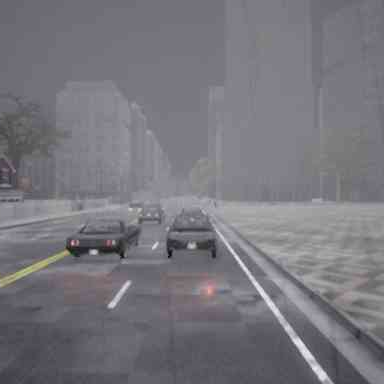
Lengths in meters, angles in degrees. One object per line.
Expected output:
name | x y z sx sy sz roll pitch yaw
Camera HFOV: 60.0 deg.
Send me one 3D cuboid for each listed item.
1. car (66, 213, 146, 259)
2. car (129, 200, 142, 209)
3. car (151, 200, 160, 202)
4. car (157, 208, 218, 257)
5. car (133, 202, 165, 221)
car | -3.241 1.731 13.255 1.895 1.301 4.718 0 -1 0
car | -9.834 2.100 58.910 1.882 1.535 5.008 0 -1 0
car | -6.586 2.132 59.241 1.837 1.490 4.892 0 -1 0
car | 0.011 1.625 13.515 2.128 1.511 4.902 0 0 0
car | -3.256 1.822 27.535 2.033 1.411 5.357 0 -1 0
